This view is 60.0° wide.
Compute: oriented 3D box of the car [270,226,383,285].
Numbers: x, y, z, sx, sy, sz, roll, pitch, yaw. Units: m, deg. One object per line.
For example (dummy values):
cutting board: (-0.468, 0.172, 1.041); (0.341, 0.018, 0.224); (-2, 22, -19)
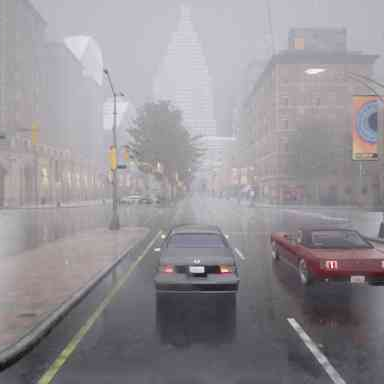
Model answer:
car: (3.591, 1.601, 9.421); (1.895, 1.301, 4.718); (0, 0, 0)

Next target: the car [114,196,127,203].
car: (-14.822, 1.595, 69.185); (1.895, 1.301, 4.718); (0, 0, 0)

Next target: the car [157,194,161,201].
car: (-8.072, 1.526, 68.976); (1.812, 1.442, 4.674); (0, 0, 0)

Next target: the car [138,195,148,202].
car: (-11.583, 1.524, 79.198); (1.812, 1.442, 4.674); (0, 0, 0)

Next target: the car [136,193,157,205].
car: (-8.119, 1.491, 59.208); (2.128, 1.511, 4.902); (0, 0, 0)

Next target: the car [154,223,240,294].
car: (0.092, 1.547, 8.938); (2.033, 1.411, 5.357); (0, 0, 0)

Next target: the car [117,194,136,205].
car: (-11.618, 1.526, 58.918); (1.812, 1.442, 4.674); (0, 0, 0)
